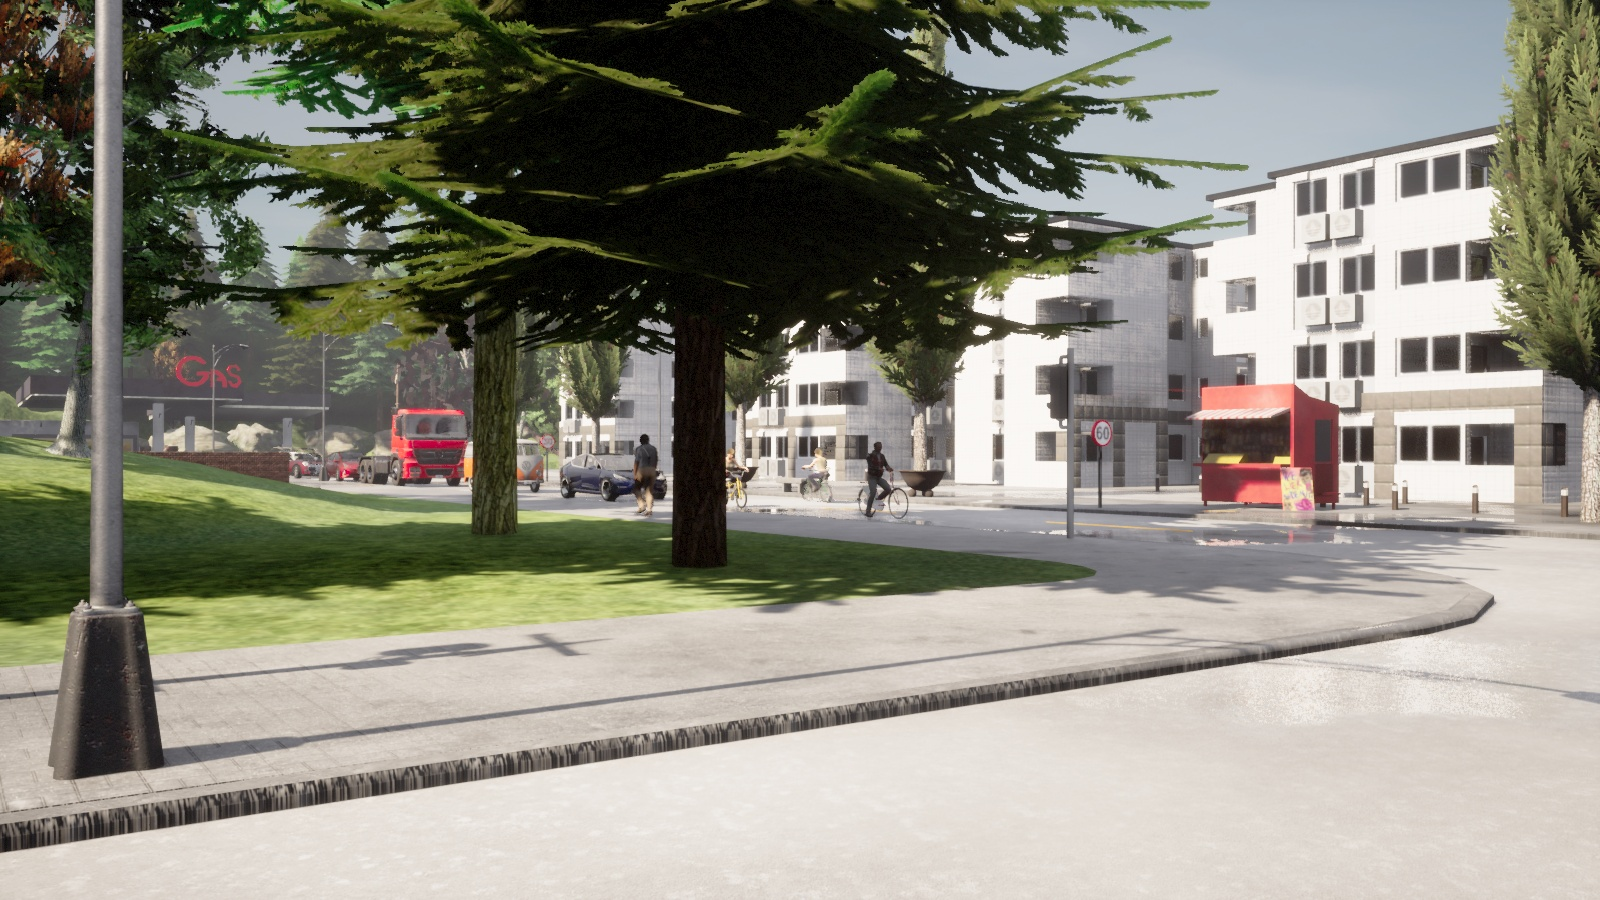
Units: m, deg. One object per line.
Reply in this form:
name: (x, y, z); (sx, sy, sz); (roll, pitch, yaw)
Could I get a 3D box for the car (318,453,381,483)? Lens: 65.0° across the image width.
car: (-23.367, 0.900, 65.050); (2.007, 1.525, 4.514); (0, 0, -35)

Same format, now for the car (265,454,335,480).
car: (-28.525, 0.947, 71.576); (3.806, 1.475, 1.970); (0, 0, 36)

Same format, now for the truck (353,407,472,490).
truck: (-17.609, -0.061, 56.731); (2.891, 3.462, 7.936); (0, 0, -35)

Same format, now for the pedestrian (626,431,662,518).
pedestrian: (-3.362, 0.528, 27.114); (0.540, 1.848, 0.694); (0, 0, -30)

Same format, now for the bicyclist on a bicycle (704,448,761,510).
bicyclist on a bicycle: (-1.834, 0.768, 34.034); (0.866, 1.612, 1.509); (0, 0, -35)

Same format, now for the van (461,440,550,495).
van: (-11.201, 0.638, 47.506); (1.775, 1.987, 4.442); (0, 0, -35)

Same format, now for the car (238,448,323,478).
car: (-32.186, 0.822, 77.873); (4.605, 1.855, 1.932); (0, -1, 14)

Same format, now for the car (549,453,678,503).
car: (-6.035, 0.855, 40.067); (2.163, 1.488, 4.792); (0, 0, -35)

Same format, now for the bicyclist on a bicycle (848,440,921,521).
bicyclist on a bicycle: (1.906, 0.681, 28.688); (0.659, 1.776, 1.843); (0, 0, -34)

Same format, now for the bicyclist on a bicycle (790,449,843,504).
bicyclist on a bicycle: (0.485, 0.773, 37.703); (0.866, 1.612, 1.509); (0, 0, -35)
